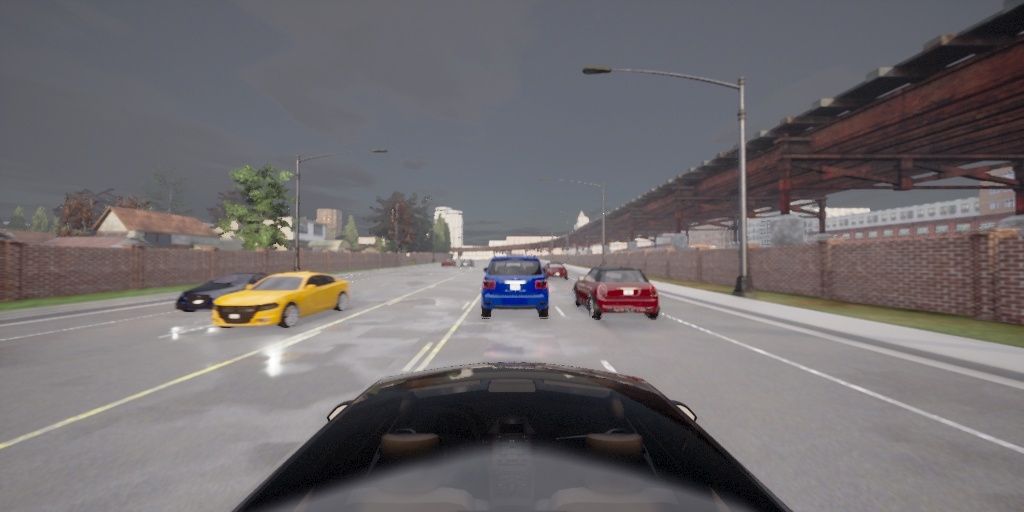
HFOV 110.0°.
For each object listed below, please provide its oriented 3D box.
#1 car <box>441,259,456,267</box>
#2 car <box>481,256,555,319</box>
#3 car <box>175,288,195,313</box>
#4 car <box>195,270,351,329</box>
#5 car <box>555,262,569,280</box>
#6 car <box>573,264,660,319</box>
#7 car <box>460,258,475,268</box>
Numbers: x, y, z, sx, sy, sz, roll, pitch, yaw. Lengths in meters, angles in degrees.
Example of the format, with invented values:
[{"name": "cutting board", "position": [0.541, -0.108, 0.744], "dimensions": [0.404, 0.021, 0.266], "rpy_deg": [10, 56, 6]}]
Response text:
[{"name": "car", "position": [-10.531, 1.183, 59.681], "dimensions": [1.895, 1.301, 4.718], "rpy_deg": [0, 0, 1]}, {"name": "car", "position": [0.099, 1.012, 13.229], "dimensions": [2.150, 2.045, 5.566], "rpy_deg": [0, 0, 0]}, {"name": "car", "position": [-10.599, 1.353, 14.101], "dimensions": [1.994, 1.385, 4.181], "rpy_deg": [0, 0, 0]}, {"name": "car", "position": [-7.100, 1.268, 11.667], "dimensions": [1.882, 1.535, 5.008], "rpy_deg": [0, 0, 0]}, {"name": "car", "position": [3.601, 1.246, 30.587], "dimensions": [1.812, 1.442, 4.674], "rpy_deg": [0, 0, 0]}, {"name": "car", "position": [3.596, 1.143, 13.178], "dimensions": [2.097, 1.767, 4.553], "rpy_deg": [0, 0, 0]}, {"name": "car", "position": [-7.056, 1.088, 56.818], "dimensions": [2.128, 1.511, 4.902], "rpy_deg": [0, 0, 0]}]
